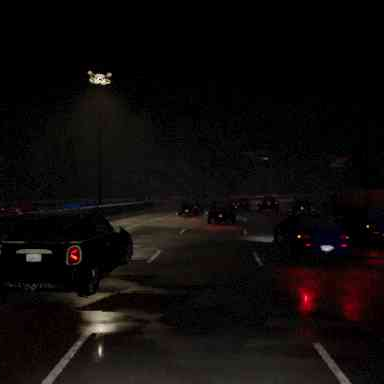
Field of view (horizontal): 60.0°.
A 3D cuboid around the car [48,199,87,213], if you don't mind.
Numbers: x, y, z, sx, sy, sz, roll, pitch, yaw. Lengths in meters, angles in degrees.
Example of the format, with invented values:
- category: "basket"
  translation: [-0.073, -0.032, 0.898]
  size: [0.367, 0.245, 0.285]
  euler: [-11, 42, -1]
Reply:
- category: "car"
  translation: [-13.464, 1.467, 36.125]
  size: [1.994, 1.385, 4.181]
  euler: [0, 0, 13]

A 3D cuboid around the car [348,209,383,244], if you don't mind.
- category: "car"
  translation: [8.048, 1.508, 15.349]
  size: [1.812, 1.442, 4.674]
  euler: [0, 0, 6]

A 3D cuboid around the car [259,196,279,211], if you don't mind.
- category: "car"
  translation: [9.040, 1.289, 38.873]
  size: [2.097, 1.767, 4.553]
  euler: [0, 0, 15]

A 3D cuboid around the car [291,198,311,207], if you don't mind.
- category: "car"
  translation: [12.340, 1.450, 37.718]
  size: [1.837, 1.490, 4.892]
  euler: [0, 0, 15]

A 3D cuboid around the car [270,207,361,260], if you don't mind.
- category: "car"
  translation: [4.229, 1.508, 12.265]
  size: [1.812, 1.442, 4.674]
  euler: [0, 0, 5]

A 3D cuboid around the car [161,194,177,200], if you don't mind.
- category: "car"
  translation: [-4.865, 1.183, 72.283]
  size: [2.097, 1.767, 4.553]
  euler: [0, 0, 24]

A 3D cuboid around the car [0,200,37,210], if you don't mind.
- category: "car"
  translation: [-17.580, 1.465, 33.596]
  size: [1.994, 1.385, 4.181]
  euler: [0, 0, 12]

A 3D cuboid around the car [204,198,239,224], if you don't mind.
- category: "car"
  translation: [2.312, 1.427, 24.724]
  size: [1.882, 1.535, 5.008]
  euler: [0, 0, 9]

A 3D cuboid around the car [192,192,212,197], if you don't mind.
- category: "car"
  translation: [2.651, 1.060, 71.805]
  size: [2.150, 2.045, 5.566]
  euler: [0, 0, 24]

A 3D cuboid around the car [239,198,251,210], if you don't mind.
- category: "car"
  translation: [6.239, 1.473, 41.949]
  size: [2.033, 1.411, 5.357]
  euler: [0, 0, 16]

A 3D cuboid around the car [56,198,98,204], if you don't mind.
- category: "car"
  translation: [-10.765, 1.394, 32.029]
  size: [1.882, 1.535, 5.008]
  euler: [0, 0, 12]

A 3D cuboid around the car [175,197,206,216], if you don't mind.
- category: "car"
  translation: [0.006, 1.462, 31.449]
  size: [1.812, 1.442, 4.674]
  euler: [0, 0, 11]

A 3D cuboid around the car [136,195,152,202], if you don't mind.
- category: "car"
  translation: [-9.991, 1.392, 69.411]
  size: [1.994, 1.385, 4.181]
  euler: [0, 0, 23]

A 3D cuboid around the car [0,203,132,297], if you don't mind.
- category: "car"
  translation: [-3.033, 1.329, 8.745]
  size: [2.097, 1.767, 4.553]
  euler: [0, 0, 3]

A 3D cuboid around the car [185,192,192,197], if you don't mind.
- category: "car"
  translation: [0.338, 1.007, 75.021]
  size: [2.150, 2.045, 5.566]
  euler: [0, 0, 26]
